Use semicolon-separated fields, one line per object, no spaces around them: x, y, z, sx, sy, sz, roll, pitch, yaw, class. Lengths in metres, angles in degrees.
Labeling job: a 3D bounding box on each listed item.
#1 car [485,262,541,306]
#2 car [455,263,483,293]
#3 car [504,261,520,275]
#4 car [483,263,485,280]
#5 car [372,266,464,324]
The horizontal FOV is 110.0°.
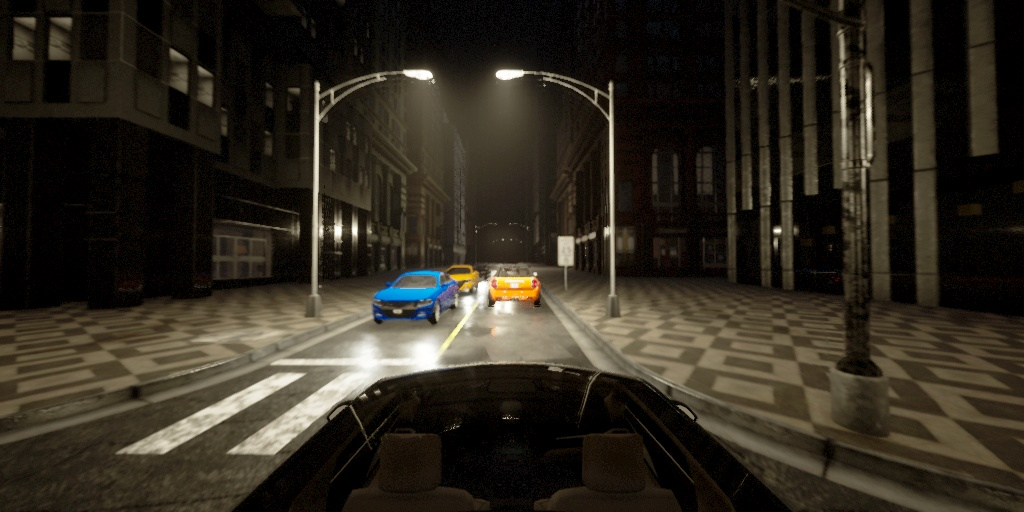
0.096;1.148;16.034;2.097;1.767;4.553;0;0;0;car
-3.081;1.295;21.826;1.882;1.535;5.008;0;0;0;car
-0.008;1.422;43.336;1.837;1.490;4.892;0;0;0;car
-3.006;1.353;32.257;2.128;1.511;4.902;0;0;0;car
-3.093;1.262;12.378;1.882;1.535;5.008;0;0;1;car
